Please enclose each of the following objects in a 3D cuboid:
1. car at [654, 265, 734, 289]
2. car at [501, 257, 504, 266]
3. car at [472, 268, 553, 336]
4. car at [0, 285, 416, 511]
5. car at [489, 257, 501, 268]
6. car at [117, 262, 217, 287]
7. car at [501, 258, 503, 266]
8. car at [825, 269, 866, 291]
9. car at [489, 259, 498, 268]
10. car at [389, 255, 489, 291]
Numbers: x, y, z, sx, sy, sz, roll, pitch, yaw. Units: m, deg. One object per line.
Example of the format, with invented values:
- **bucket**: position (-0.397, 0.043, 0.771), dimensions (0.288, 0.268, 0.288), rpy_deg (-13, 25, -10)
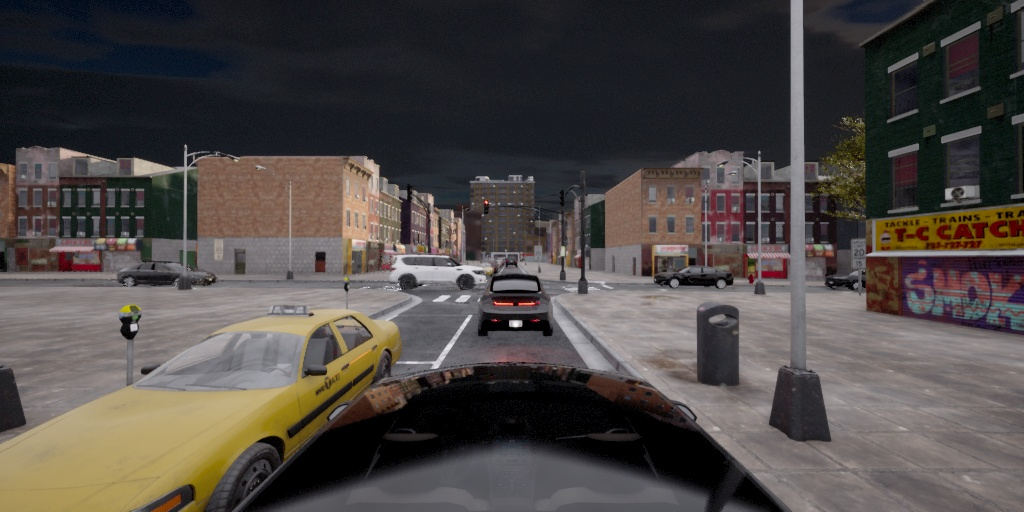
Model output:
- **car**: position (12.255, 1.393, 24.366), dimensions (5.008, 1.535, 1.882), rpy_deg (1, 0, 0)
- **car**: position (-2.723, 1.358, 63.173), dimensions (1.751, 1.417, 4.829), rpy_deg (0, 0, 0)
- **car**: position (0.084, 1.257, 10.381), dimensions (1.837, 1.490, 4.892), rpy_deg (0, 0, 0)
- **car**: position (-2.641, 1.276, 3.998), dimensions (1.751, 1.417, 4.829), rpy_deg (0, 0, 0)
- **car**: position (-2.693, 1.100, 41.568), dimensions (2.192, 1.841, 5.009), rpy_deg (0, 0, 0)
- **car**: position (-20.275, 1.119, 21.203), dimensions (4.892, 1.490, 1.837), rpy_deg (1, 0, 0)
- **car**: position (-2.708, 1.357, 52.456), dimensions (2.007, 1.370, 4.403), rpy_deg (0, 0, 0)
- **car**: position (24.244, 1.579, 24.441), dimensions (5.008, 1.535, 1.882), rpy_deg (1, 0, 0)
- **car**: position (-2.685, 1.302, 35.955), dimensions (1.751, 1.417, 4.829), rpy_deg (0, 0, 0)
- **car**: position (-4.367, 0.954, 21.307), dimensions (5.566, 2.045, 2.150), rpy_deg (0, 0, 0)
